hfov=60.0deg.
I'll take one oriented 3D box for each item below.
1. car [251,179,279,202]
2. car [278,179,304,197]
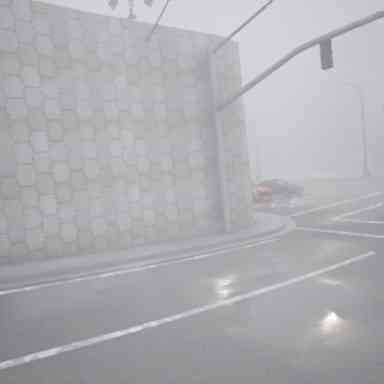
[{"bbox_3d":[4.300,-0.118,27.052,2.097,1.767,4.553,-9,5,-35],"label":"car"},{"bbox_3d":[7.371,-0.378,28.757,1.812,1.442,4.674,-9,5,-35],"label":"car"}]
